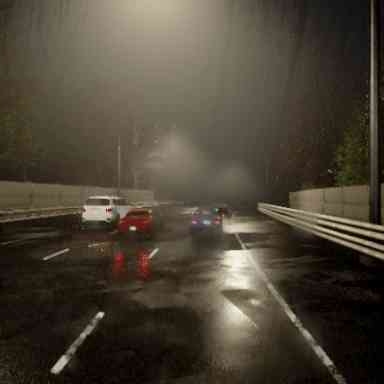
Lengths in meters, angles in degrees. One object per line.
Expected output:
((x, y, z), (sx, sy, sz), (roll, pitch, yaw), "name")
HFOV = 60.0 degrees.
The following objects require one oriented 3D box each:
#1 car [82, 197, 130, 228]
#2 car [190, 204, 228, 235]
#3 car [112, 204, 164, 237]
((-5.767, 1.339, 23.402), (2.150, 2.045, 5.566), (0, -1, 5), "car")
((0.906, 1.638, 19.440), (2.033, 1.411, 5.357), (0, -1, 4), "car")
((-2.684, 1.599, 18.257), (1.812, 1.442, 4.674), (0, -1, 4), "car")
